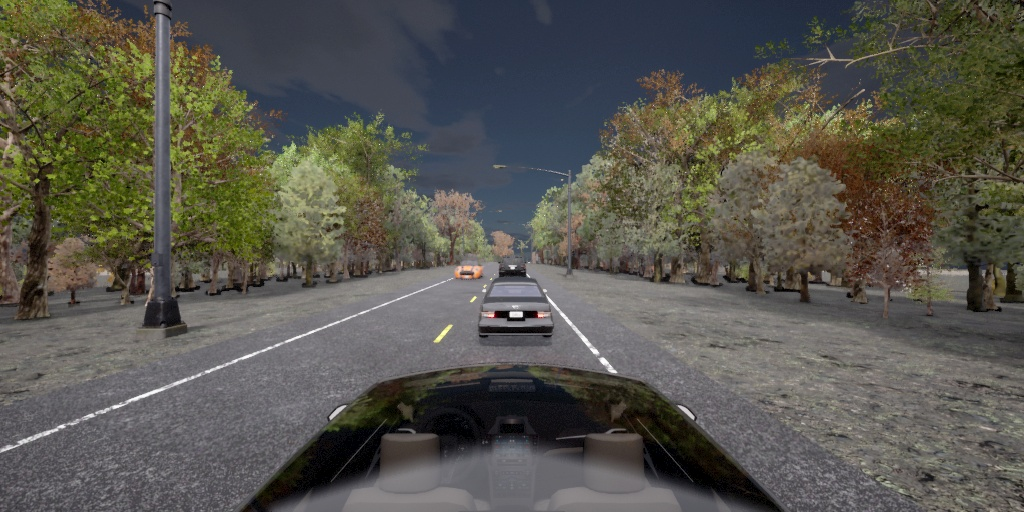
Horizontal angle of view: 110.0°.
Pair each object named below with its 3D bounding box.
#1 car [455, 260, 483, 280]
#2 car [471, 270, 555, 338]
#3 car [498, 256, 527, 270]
[{"bbox_3d":[-3.662,1.118,31.290,2.097,1.767,4.553,0,0,0],"label":"car"},{"bbox_3d":[0.082,1.302,10.203,2.033,1.411,5.357,0,0,0],"label":"car"},{"bbox_3d":[0.042,0.987,29.292,2.150,2.045,5.566,0,0,0],"label":"car"}]
